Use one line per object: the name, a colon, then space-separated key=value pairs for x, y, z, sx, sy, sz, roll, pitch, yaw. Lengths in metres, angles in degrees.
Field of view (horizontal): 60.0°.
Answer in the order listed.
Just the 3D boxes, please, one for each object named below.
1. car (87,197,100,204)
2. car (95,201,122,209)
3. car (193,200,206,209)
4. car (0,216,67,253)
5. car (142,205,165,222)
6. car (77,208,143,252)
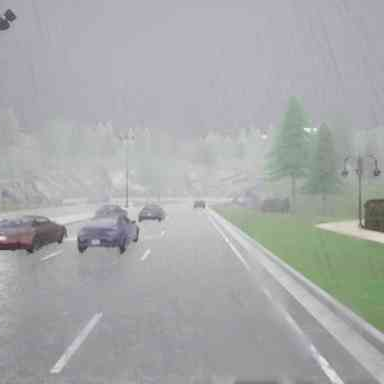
car: x=-24.787 y=2.004 z=82.735 sx=2.097 sy=1.767 sz=4.553 roll=0 pitch=-1 yaw=-13
car: x=-6.988 y=1.817 z=28.988 sx=2.033 sy=1.411 sz=5.357 roll=0 pitch=0 yaw=0
car: x=1.245 y=2.015 z=54.835 sx=1.837 sy=1.490 sz=4.892 roll=0 pitch=-1 yaw=0
car: x=-6.990 y=1.698 z=14.285 sx=1.994 sy=1.385 sz=4.181 roll=0 pitch=0 yaw=0
car: x=-3.485 y=1.837 z=29.300 sx=1.994 sy=1.385 sz=4.181 roll=0 pitch=0 yaw=0
car: x=-3.489 y=1.660 z=14.366 sx=1.812 sy=1.442 sz=4.674 roll=0 pitch=0 yaw=0
